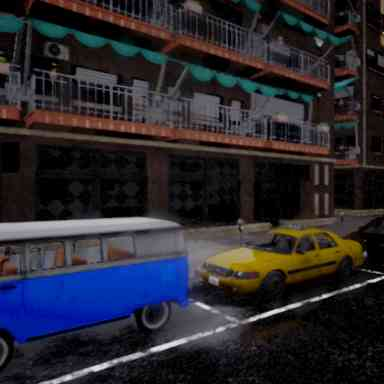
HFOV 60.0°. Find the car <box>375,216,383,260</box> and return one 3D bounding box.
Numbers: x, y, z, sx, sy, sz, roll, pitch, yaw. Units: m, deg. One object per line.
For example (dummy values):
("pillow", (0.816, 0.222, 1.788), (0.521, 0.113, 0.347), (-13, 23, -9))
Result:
("car", (7.055, 1.532, 11.581), (4.313, 1.339, 1.947), (0, 0, -35))

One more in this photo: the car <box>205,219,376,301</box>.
("car", (2.419, 1.506, 8.278), (4.829, 1.417, 1.752), (0, 0, -35))

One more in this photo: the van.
("van", (-1.941, 1.337, 5.171), (3.998, 1.788, 1.690), (0, 0, -35))
